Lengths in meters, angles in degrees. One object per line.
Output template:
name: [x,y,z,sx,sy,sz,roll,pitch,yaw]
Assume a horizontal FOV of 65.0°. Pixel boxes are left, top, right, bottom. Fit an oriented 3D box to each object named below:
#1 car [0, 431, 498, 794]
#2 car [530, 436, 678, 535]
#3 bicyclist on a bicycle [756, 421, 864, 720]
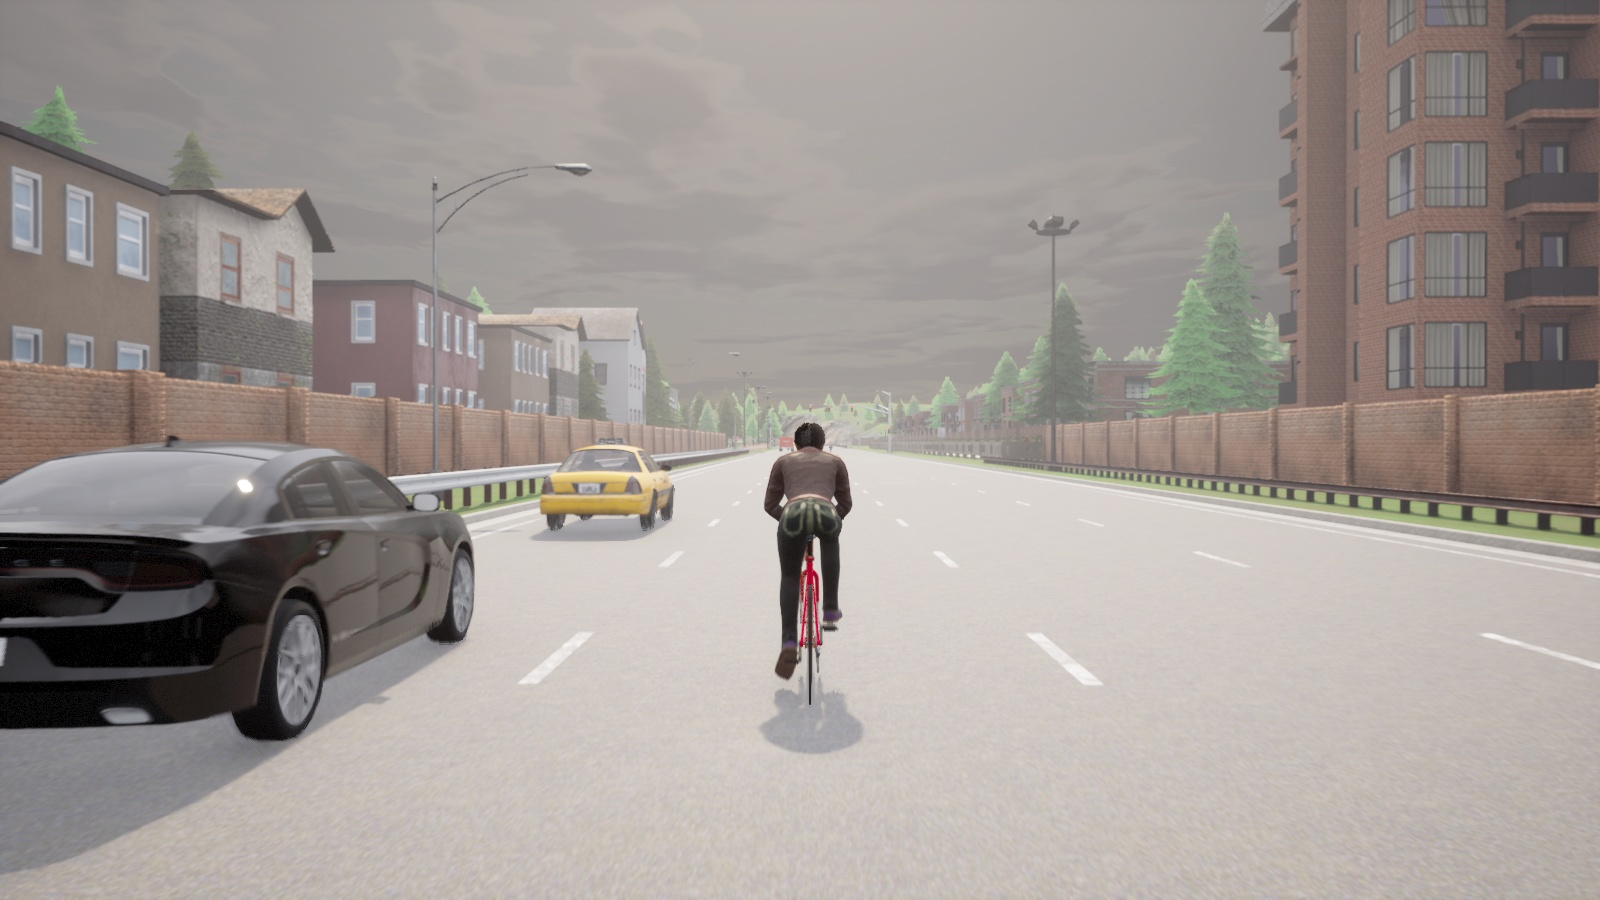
car: [-3.440,0.673,7.818,1.882,1.535,5.008,0,0,0]
car: [-3.357,0.543,22.543,1.801,1.575,5.366,0,0,0]
bicyclist on a bicycle: [0.059,0.652,7.629,0.582,1.620,1.656,0,0,0]
